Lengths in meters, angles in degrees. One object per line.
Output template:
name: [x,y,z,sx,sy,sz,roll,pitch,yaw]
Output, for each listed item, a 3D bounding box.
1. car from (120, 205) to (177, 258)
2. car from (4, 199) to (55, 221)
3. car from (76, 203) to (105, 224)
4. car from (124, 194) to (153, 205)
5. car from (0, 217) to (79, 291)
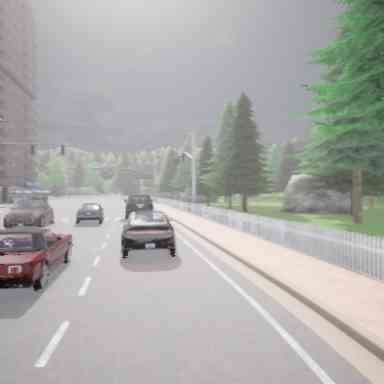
car: [-1.699,1.467,12.786,2.128,1.511,4.902,0,0,-9]
car: [-10.542,1.371,21.873,2.097,1.767,4.553,0,0,-10]
car: [-7.600,1.535,25.056,2.033,1.411,5.357,0,0,-13]
car: [-4.311,1.178,27.160,2.150,2.045,5.566,0,0,-11]
car: [-4.511,1.611,8.860,1.895,1.301,4.718,0,0,-9]
